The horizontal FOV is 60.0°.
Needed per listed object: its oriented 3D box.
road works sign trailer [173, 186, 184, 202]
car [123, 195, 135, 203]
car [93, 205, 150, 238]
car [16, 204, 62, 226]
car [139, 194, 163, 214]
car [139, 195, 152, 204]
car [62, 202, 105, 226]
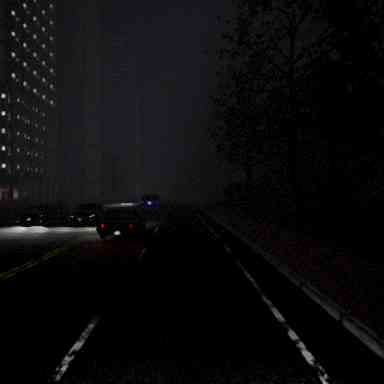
[{"bbox_3d":[-2.933,0.396,73.787,2.380,3.560,2.880,0,0,-3],"label":"road works sign trailer"},{"bbox_3d":[-12.298,1.439,64.837,2.128,1.511,4.902,0,0,-2],"label":"car"},{"bbox_3d":[-3.555,1.587,17.600,1.895,1.301,4.718,0,0,-2],"label":"car"},{"bbox_3d":[-10.490,1.549,23.222,1.994,1.385,4.181,0,0,-3],"label":"car"},{"bbox_3d":[-4.349,1.192,35.648,2.150,2.045,5.566,0,0,-3],"label":"car"},{"bbox_3d":[-9.048,1.417,64.936,1.882,1.535,5.008,0,0,-2],"label":"car"},{"bbox_3d":[-7.253,1.488,23.551,1.837,1.490,4.892,0,0,-3],"label":"car"}]
